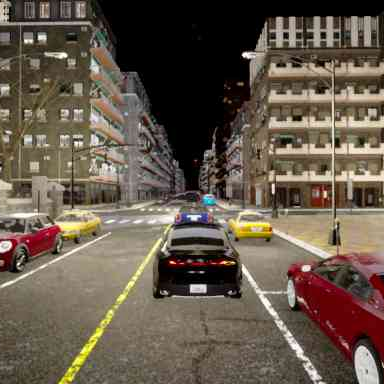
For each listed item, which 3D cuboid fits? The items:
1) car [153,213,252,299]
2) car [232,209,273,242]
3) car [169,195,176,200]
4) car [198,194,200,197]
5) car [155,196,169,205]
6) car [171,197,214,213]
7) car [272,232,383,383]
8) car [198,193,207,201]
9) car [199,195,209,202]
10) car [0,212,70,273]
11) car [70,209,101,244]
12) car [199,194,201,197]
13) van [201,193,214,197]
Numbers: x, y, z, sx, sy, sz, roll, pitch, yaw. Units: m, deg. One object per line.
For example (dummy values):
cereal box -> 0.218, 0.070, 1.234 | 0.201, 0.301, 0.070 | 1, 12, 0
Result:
car -> 0.109, 1.506, 8.458 | 1.837, 1.490, 4.892 | 0, 0, 0
car -> 2.712, 1.527, 16.239 | 1.752, 1.417, 4.829 | 1, 0, 0
car -> -5.613, 1.516, 88.152 | 1.802, 1.307, 4.206 | 1, 0, 0
car -> 2.750, 1.534, 65.404 | 1.947, 1.339, 4.313 | 1, 0, 0
car -> -5.635, 1.556, 59.796 | 1.802, 1.307, 4.206 | 1, 0, 0
car -> 0.134, 1.354, 18.718 | 2.097, 1.767, 4.553 | 0, 0, 1
car -> 2.703, 1.546, 4.835 | 1.887, 1.381, 4.507 | 1, 0, 0
car -> 2.771, 1.249, 88.088 | 2.192, 1.841, 5.009 | 1, 0, 0
car -> 2.759, 1.503, 76.746 | 2.008, 1.369, 4.403 | 1, 0, 0
car -> -5.672, 1.442, 10.478 | 1.967, 1.590, 4.097 | 1, 0, 0
car -> -5.669, 1.527, 15.923 | 1.752, 1.417, 4.829 | 1, 0, 0
car -> 2.745, 1.519, 59.734 | 1.887, 1.381, 4.507 | 1, 0, 0
van -> 2.744, 1.321, 54.061 | 1.690, 1.788, 3.998 | 1, 0, 0
